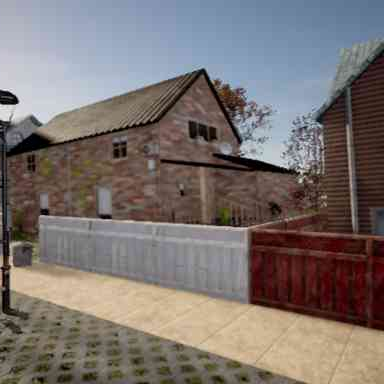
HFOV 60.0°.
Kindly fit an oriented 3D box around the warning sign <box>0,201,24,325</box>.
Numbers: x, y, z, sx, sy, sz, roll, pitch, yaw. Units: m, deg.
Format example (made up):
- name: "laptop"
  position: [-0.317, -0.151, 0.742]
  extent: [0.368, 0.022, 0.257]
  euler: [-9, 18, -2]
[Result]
- name: "warning sign"
  position: [-3.576, 1.140, 5.106]
  extent: [1.060, 1.860, 1.300]
  euler: [-4, 1, 35]
